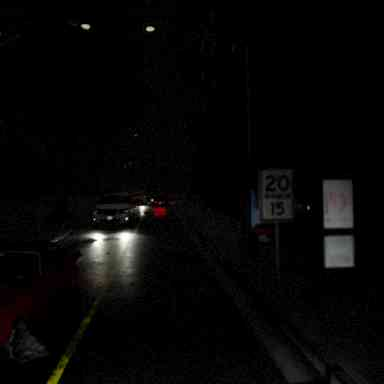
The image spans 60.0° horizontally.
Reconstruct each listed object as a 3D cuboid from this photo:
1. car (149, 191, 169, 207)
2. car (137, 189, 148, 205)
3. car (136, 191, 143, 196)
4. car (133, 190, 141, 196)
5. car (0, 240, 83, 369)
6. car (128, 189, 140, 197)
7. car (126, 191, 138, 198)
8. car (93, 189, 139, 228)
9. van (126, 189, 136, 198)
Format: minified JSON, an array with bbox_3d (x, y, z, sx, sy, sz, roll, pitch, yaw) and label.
[{"bbox_3d":[-3.731,0.854,38.595,1.837,1.490,4.892,-1,2,-6],"label":"car"},{"bbox_3d":[-6.827,0.758,41.395,1.882,1.535,5.008,-1,2,-6],"label":"car"},{"bbox_3d":[-14.874,0.303,93.966,1.802,1.307,4.206,1,0,-6],"label":"car"},{"bbox_3d":[-13.783,0.338,83.441,1.887,1.381,4.507,1,0,-6],"label":"car"},{"bbox_3d":[-3.321,1.619,5.759,1.895,1.301,4.718,-1,0,-6],"label":"car"},{"bbox_3d":[-12.688,0.194,72.916,2.192,1.841,5.009,1,0,-6],"label":"car"},{"bbox_3d":[-12.179,0.475,67.959,2.008,1.369,4.403,1,0,-6],"label":"car"},{"bbox_3d":[-4.932,1.059,21.660,2.150,2.045,5.566,-1,1,-6],"label":"car"},{"bbox_3d":[-11.833,0.296,64.655,1.690,1.788,3.998,1,0,-6],"label":"van"}]
